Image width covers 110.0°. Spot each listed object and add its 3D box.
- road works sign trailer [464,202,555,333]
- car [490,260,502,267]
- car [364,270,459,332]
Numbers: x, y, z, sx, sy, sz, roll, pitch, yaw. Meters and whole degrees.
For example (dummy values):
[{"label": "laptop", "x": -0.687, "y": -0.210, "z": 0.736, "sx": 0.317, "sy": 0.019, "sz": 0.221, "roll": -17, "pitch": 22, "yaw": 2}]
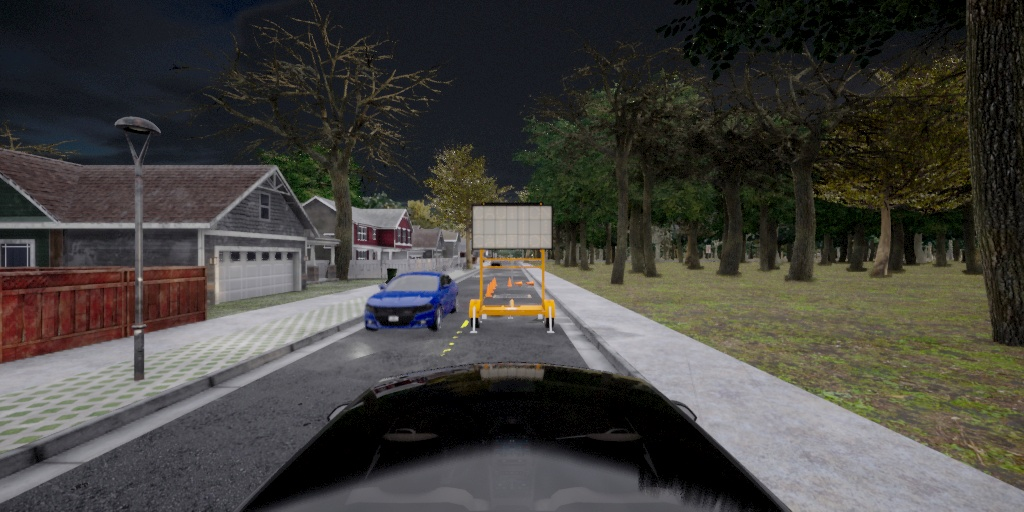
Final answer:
[{"label": "road works sign trailer", "x": 0.009, "y": 0.214, "z": 10.705, "sx": 2.380, "sy": 3.560, "sz": 2.880, "roll": 0, "pitch": 0, "yaw": 0}, {"label": "car", "x": -2.699, "y": 1.377, "z": 61.064, "sx": 1.895, "sy": 1.301, "sz": 4.718, "roll": 0, "pitch": 0, "yaw": 0}, {"label": "car", "x": -2.838, "y": 1.227, "z": 11.094, "sx": 1.882, "sy": 1.535, "sz": 5.008, "roll": 0, "pitch": 0, "yaw": 0}]
